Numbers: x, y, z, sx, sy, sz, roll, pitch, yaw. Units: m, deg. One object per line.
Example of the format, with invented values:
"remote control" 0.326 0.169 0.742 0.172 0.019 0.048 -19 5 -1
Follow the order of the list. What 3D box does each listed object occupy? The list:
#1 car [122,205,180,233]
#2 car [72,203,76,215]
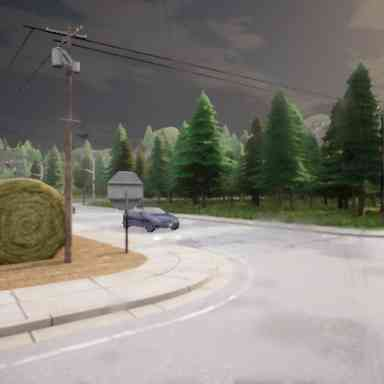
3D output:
"car" -2.631 1.561 20.331 1.812 1.442 4.674 0 0 -38
"car" -13.454 1.513 34.072 1.882 1.535 5.008 0 0 -38
